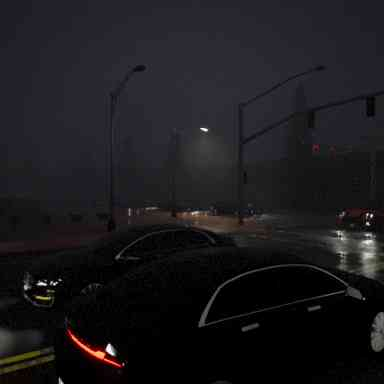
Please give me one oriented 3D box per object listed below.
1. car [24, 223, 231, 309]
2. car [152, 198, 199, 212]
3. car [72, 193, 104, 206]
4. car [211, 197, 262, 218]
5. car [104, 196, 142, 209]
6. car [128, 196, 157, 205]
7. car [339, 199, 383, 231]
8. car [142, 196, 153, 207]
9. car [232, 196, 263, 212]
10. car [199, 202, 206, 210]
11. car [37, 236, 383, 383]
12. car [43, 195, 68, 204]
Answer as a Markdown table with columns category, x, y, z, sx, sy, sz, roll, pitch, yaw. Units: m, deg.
| category | x | y | z | sx | sy | sz | roll | pitch | yaw |
| --- | --- | --- | --- | --- | --- | --- | --- | --- | --- |
| car | -1.076 | 1.505 | 7.527 | 4.892 | 1.490 | 1.837 | 0 | 0 | -36 |
| car | -2.015 | 1.547 | 38.683 | 2.033 | 1.411 | 5.357 | 0 | 0 | -39 |
| car | -16.722 | 1.221 | 54.019 | 5.566 | 2.045 | 2.150 | 0 | 0 | 20 |
| car | 3.793 | 1.505 | 30.861 | 1.837 | 1.490 | 4.892 | 0 | 0 | -36 |
| car | -9.483 | 1.526 | 45.757 | 4.674 | 1.442 | 1.812 | 0 | 0 | 36 |
| car | -8.646 | 1.477 | 57.902 | 5.008 | 1.535 | 1.882 | 0 | 0 | 30 |
| car | 11.064 | 1.352 | 20.512 | 4.553 | 1.767 | 2.097 | 0 | 0 | -36 |
| car | -7.715 | 1.564 | 48.734 | 4.181 | 1.385 | 1.994 | 0 | 0 | 35 |
| car | 5.231 | 1.352 | 34.765 | 2.097 | 1.767 | 4.553 | 0 | 0 | -37 |
| car | -0.363 | 1.505 | 41.912 | 1.837 | 1.490 | 4.892 | 0 | 0 | -41 |
| car | 0.823 | 1.505 | 4.384 | 4.892 | 1.490 | 1.837 | 0 | 0 | -35 |
| car | -26.230 | 1.352 | 63.806 | 4.553 | 1.767 | 2.097 | 0 | 0 | 9 |
